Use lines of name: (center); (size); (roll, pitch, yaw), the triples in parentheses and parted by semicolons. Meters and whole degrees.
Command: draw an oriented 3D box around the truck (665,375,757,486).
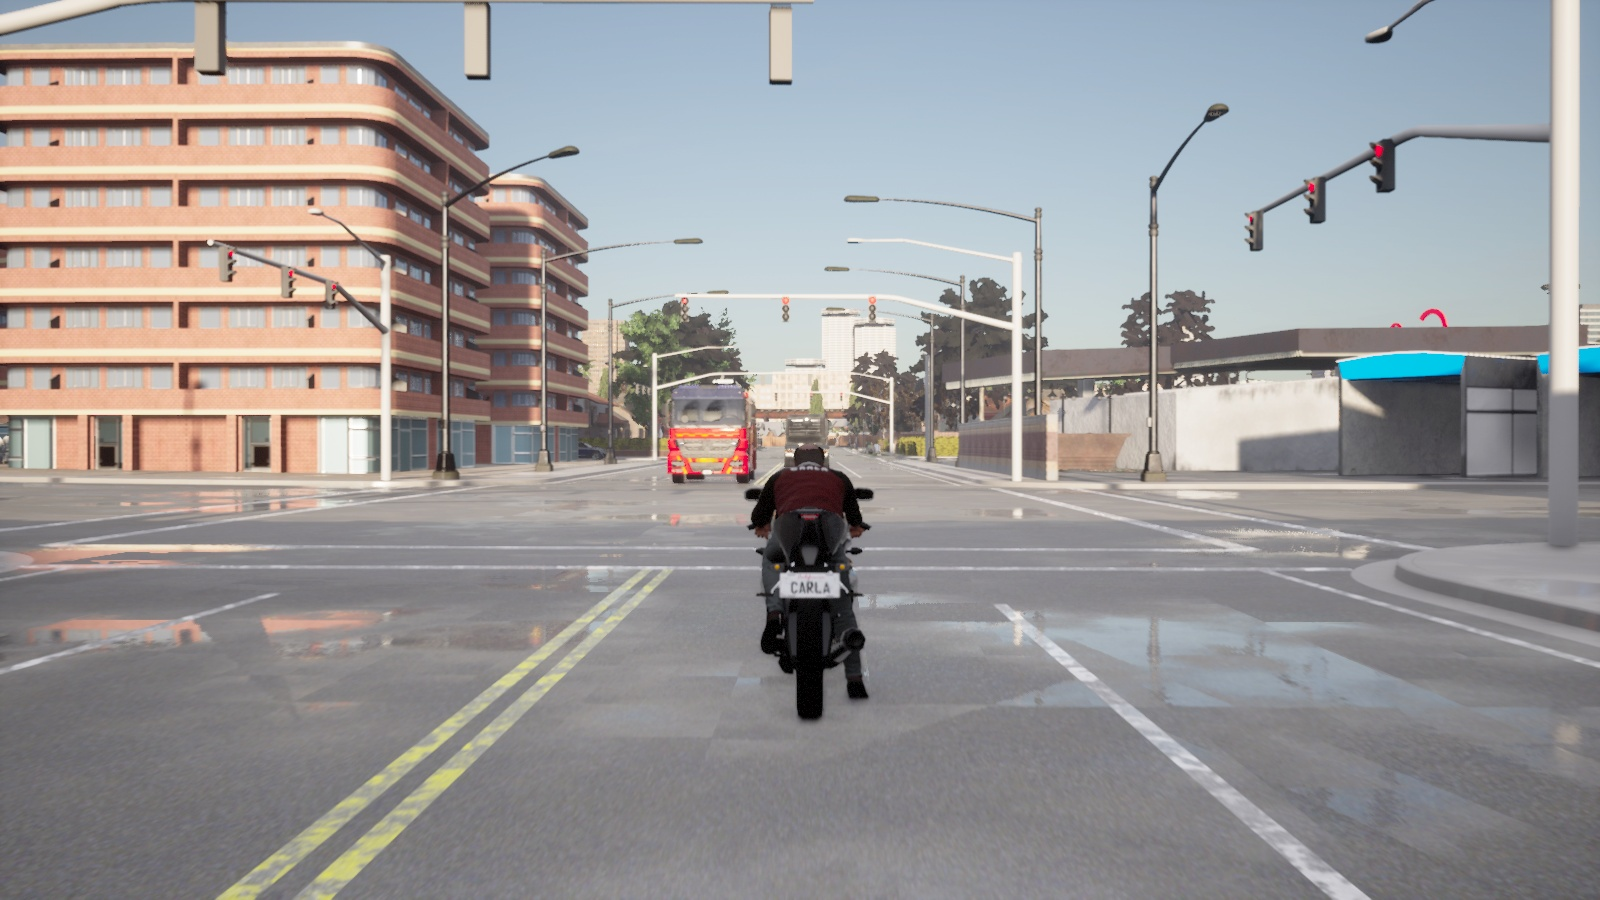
truck: (-3.231, -0.709, 47.777); (2.891, 3.827, 8.468); (0, 0, 0)

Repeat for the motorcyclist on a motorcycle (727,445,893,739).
motorcyclist on a motorcycle: (0.056, 0.735, 7.642); (0.866, 1.530, 2.191); (0, 0, 0)

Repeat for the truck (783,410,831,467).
truck: (0.438, -0.717, 79.783); (2.891, 3.462, 7.936); (0, 0, 0)
